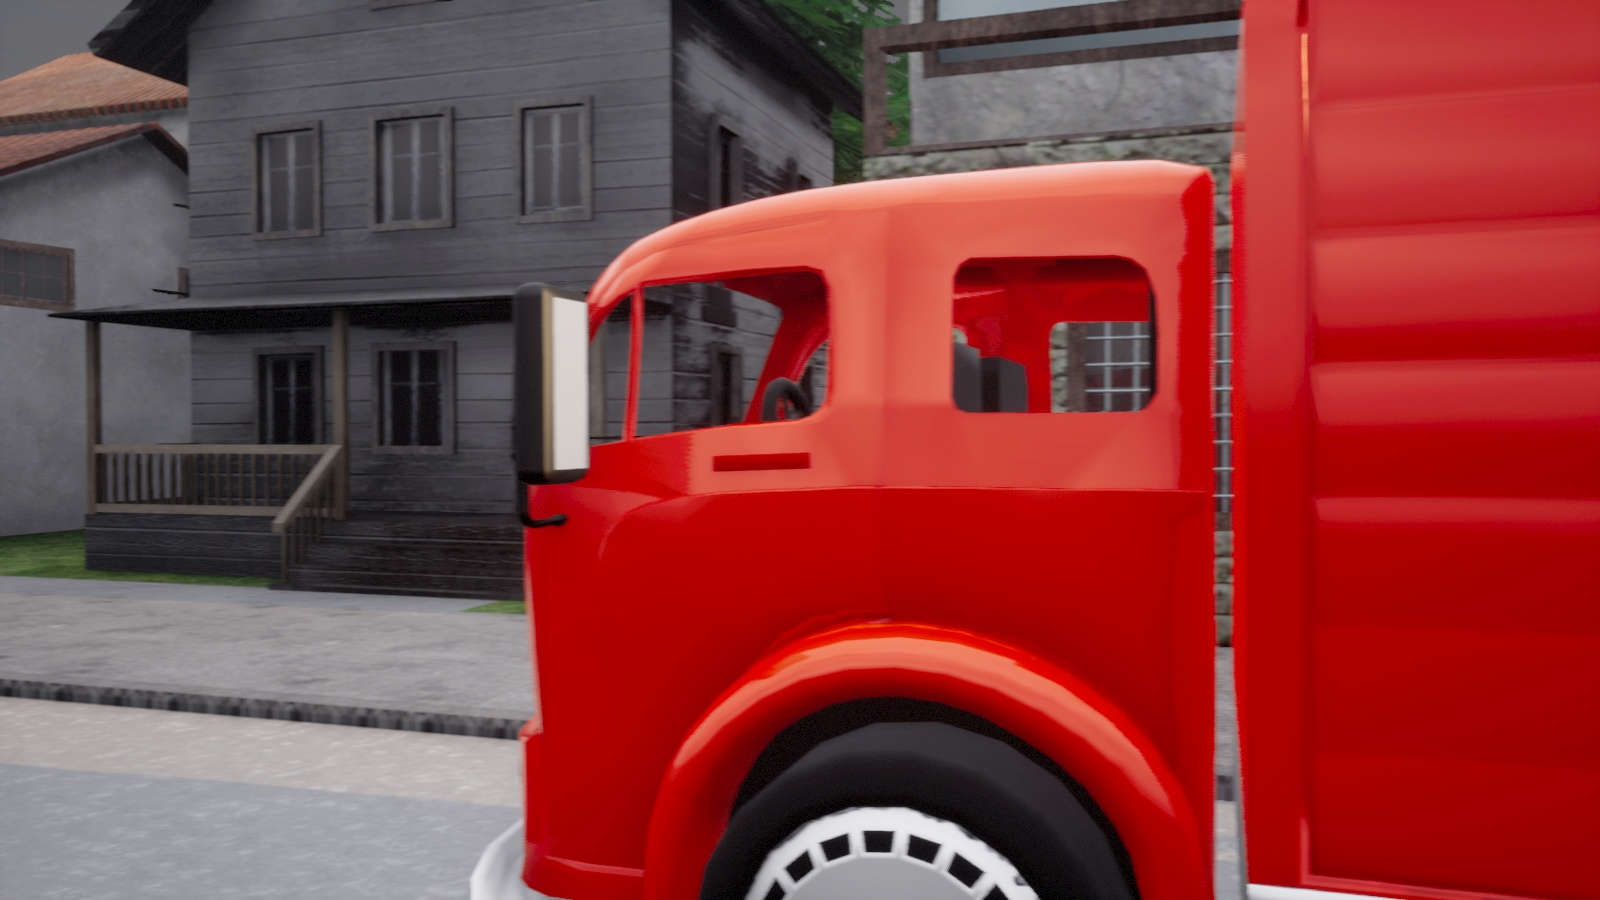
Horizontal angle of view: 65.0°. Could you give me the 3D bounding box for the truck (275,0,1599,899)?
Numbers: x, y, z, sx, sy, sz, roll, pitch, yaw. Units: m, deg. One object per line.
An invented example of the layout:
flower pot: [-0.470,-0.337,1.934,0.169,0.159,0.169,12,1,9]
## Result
truck: [1.768,0.293,3.114,5.204,2.467,2.627,0,1,18]
